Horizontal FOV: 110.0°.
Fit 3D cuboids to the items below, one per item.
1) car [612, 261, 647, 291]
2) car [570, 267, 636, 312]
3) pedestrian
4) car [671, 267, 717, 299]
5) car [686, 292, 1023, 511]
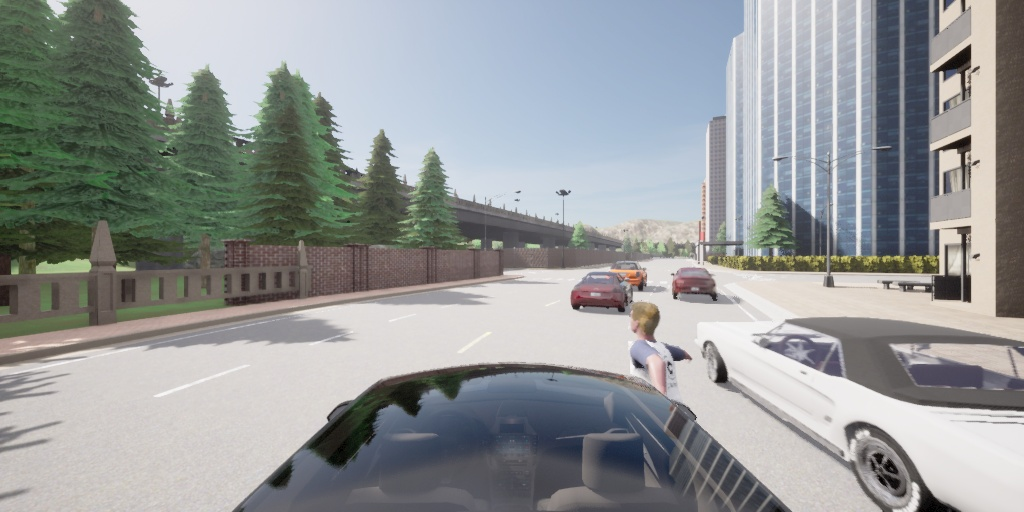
[{"bbox_3d":[7.212,1.099,22.379,2.097,1.767,4.553,0,0,24],"label":"car"},{"bbox_3d":[3.690,1.312,14.369,1.994,1.385,4.181,0,0,22],"label":"car"},{"bbox_3d":[1.070,1.165,2.347,0.375,1.860,0.375,10,-36,-39],"label":"pedestrian"},{"bbox_3d":[8.918,1.274,17.695,1.812,1.442,4.674,0,0,24],"label":"car"},{"bbox_3d":[3.894,1.350,4.048,1.895,1.301,4.718,0,0,6],"label":"car"}]
